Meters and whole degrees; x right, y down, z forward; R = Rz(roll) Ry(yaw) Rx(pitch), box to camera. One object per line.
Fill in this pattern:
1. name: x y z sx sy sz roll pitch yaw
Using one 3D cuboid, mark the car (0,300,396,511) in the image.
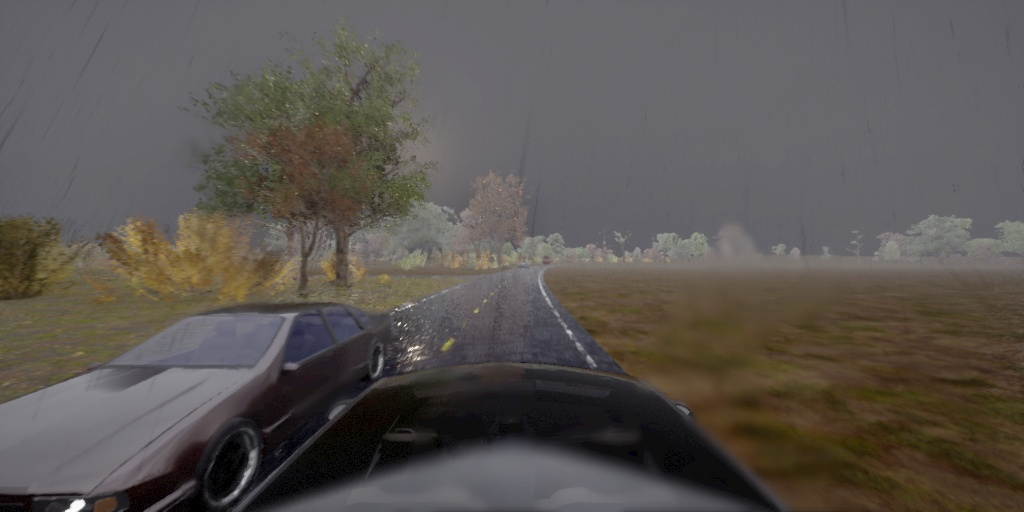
1. car: -3.083 1.315 4.495 2.033 1.411 5.357 0 -1 0
